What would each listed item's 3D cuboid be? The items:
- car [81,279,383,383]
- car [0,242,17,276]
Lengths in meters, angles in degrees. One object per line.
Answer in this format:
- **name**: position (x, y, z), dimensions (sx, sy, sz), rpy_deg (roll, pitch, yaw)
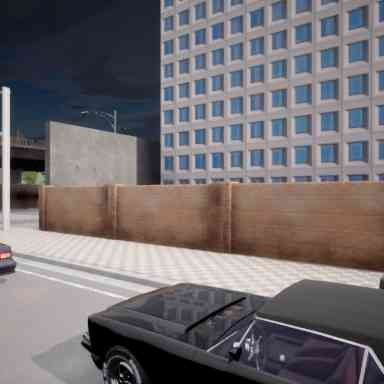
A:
- **car**: position (1.042, 1.601, 3.242), dimensions (4.718, 1.301, 1.895), rpy_deg (0, 0, 36)
- **car**: position (-6.762, 1.547, 8.821), dimensions (5.357, 1.411, 2.033), rpy_deg (0, 0, 36)
